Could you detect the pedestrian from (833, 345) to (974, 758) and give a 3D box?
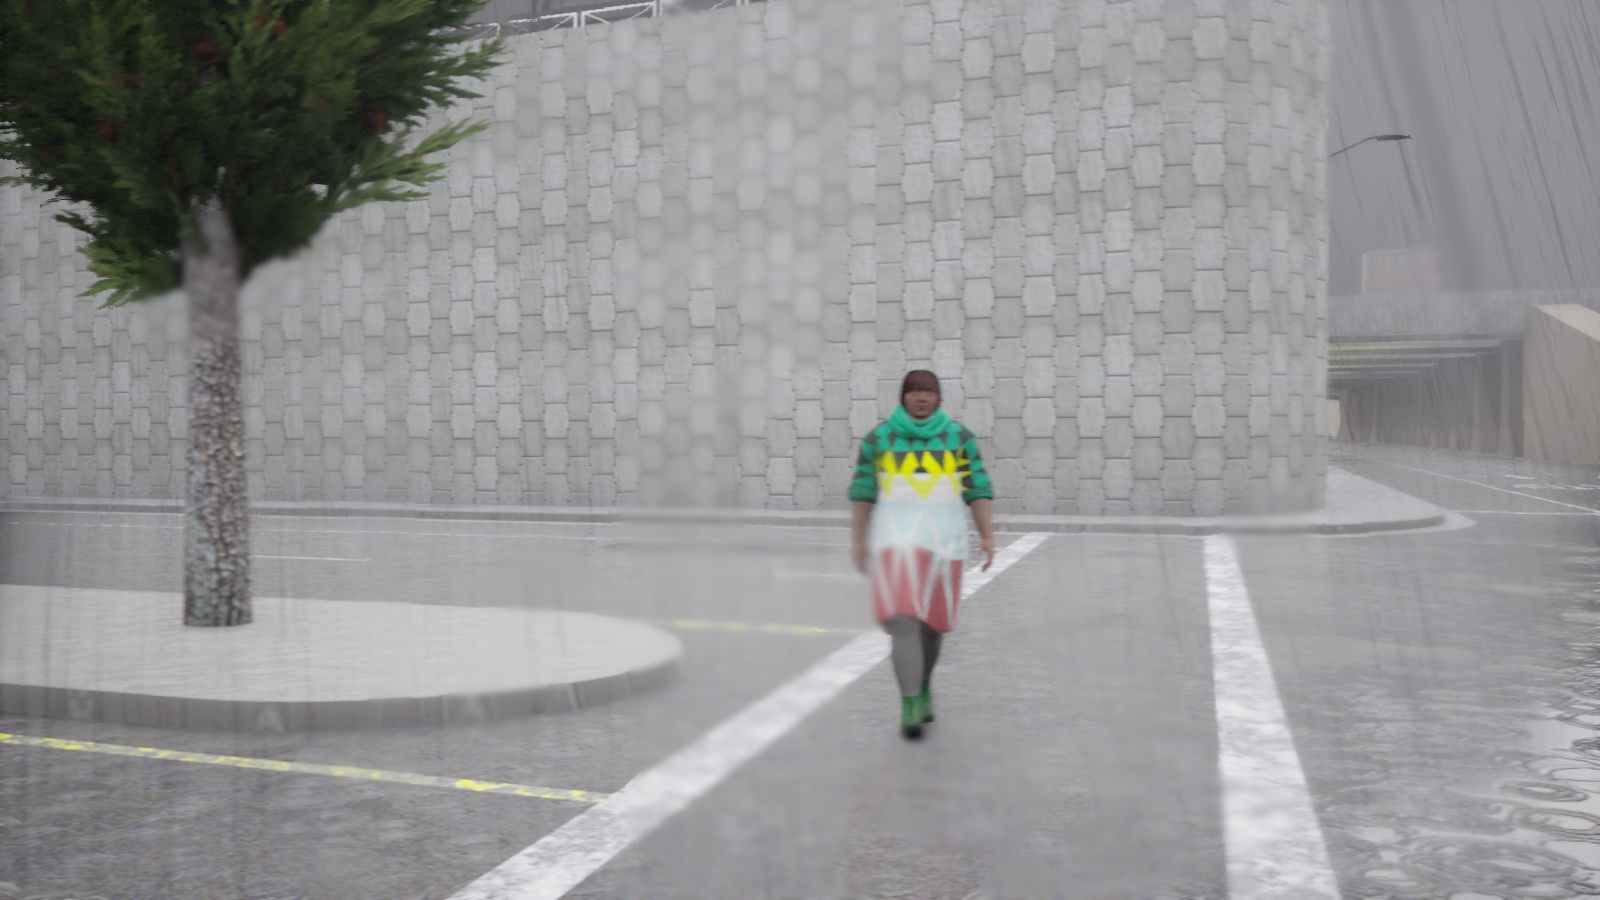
[{"bbox_3d":[0.514,0.471,6.379,0.659,1.952,0.873,0,1,3],"label":"pedestrian"}]
